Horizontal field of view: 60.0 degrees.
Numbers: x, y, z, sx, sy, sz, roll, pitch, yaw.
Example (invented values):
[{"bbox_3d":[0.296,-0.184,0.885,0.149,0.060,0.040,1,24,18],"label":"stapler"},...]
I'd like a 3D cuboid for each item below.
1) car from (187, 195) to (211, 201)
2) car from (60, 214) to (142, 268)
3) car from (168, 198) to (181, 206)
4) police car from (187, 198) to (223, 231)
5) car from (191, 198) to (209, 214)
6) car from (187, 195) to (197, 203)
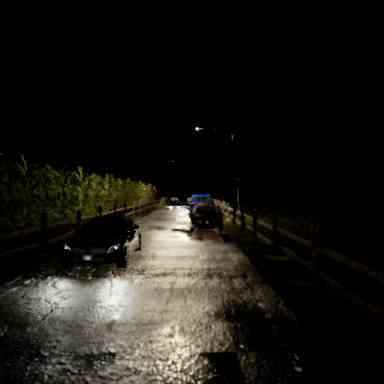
[{"bbox_3d":[0.836,1.253,30.547,2.150,2.045,5.566,0,0,0],"label":"car"},{"bbox_3d":[-2.847,1.532,11.395,1.812,1.442,4.674,0,0,0],"label":"car"},{"bbox_3d":[-2.792,1.631,54.018,1.994,1.385,4.181,0,0,0],"label":"car"},{"bbox_3d":[0.832,1.442,20.626,1.930,1.638,5.238,0,0,0],"label":"police car"},{"bbox_3d":[0.838,1.513,36.516,1.882,1.535,5.008,0,0,0],"label":"car"},{"bbox_3d":[0.026,1.441,72.476,2.097,1.767,4.553,0,0,0],"label":"car"}]
